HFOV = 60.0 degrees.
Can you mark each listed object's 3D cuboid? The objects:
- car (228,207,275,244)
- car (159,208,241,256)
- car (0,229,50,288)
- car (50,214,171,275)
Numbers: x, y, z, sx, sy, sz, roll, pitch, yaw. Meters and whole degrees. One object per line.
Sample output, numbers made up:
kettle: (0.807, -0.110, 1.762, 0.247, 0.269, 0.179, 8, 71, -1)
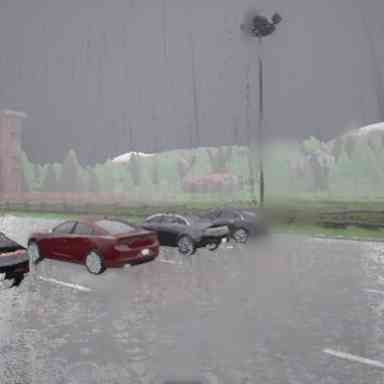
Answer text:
car: (1.478, 1.509, 15.829, 4.892, 1.490, 1.837, 0, 0, 35)
car: (-0.839, 1.513, 13.184, 4.902, 1.511, 2.128, 0, 0, 35)
car: (-5.935, 1.556, 8.206, 4.902, 1.511, 2.128, 0, 0, 36)
car: (-3.308, 1.519, 10.644, 5.008, 1.535, 1.882, 0, 0, 35)
